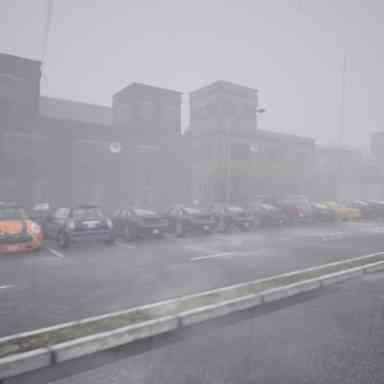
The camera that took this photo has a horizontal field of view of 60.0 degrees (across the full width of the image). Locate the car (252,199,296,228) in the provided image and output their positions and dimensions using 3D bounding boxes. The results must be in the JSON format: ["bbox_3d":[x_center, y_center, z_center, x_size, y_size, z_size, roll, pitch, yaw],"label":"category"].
[{"bbox_3d":[3.770,1.440,21.263,2.231,1.521,4.892,0,0,-36],"label":"car"}]

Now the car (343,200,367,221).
[{"bbox_3d":[10.390,1.426,26.228,1.946,1.575,5.366,0,0,-36],"label":"car"}]

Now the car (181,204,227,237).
[{"bbox_3d":[-0.716,1.452,18.059,2.231,1.521,4.892,0,0,-36],"label":"car"}]

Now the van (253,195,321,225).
[{"bbox_3d":[6.179,1.209,22.847,1.878,1.987,4.442,0,0,-36],"label":"van"}]

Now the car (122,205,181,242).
[{"bbox_3d":[-2.960,1.460,16.456,2.231,1.521,4.892,0,0,-36],"label":"car"}]

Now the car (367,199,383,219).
[{"bbox_3d":[12.743,1.429,27.674,2.231,1.521,4.892,0,0,-36],"label":"car"}]

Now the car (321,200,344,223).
[{"bbox_3d":[8.255,1.471,24.472,2.002,1.452,4.674,0,0,-36],"label":"car"}]

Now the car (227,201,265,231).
[{"bbox_3d":[1.527,1.445,19.661,2.231,1.521,4.892,0,0,-36],"label":"car"}]

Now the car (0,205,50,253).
[{"bbox_3d":[-7.469,1.351,13.280,2.185,1.767,4.553,0,0,-36],"label":"car"}]

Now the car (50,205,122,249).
[{"bbox_3d":[-5.188,1.341,14.833,2.185,1.767,4.553,0,0,-36],"label":"car"}]
